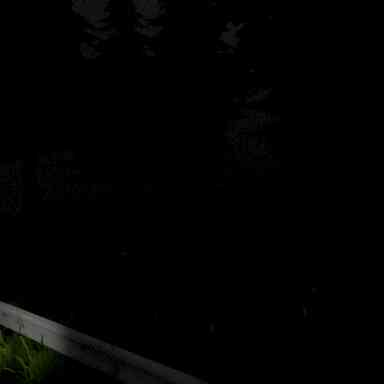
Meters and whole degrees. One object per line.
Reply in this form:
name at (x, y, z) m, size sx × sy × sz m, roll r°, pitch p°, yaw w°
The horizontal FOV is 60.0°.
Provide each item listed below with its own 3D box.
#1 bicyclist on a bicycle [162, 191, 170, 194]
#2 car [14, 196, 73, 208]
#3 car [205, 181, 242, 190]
bicyclist on a bicycle at (-2.234, 0.269, 28.847) m, size 0.582 × 1.620 × 1.656 m, roll 1°, pitch 4°, yaw -28°
car at (-13.247, 1.177, 30.008) m, size 5.008 × 1.535 × 1.882 m, roll -5°, pitch 3°, yaw -31°
car at (3.515, -0.350, 37.512) m, size 4.553 × 1.767 × 2.097 m, roll -4°, pitch 1°, yaw -7°
